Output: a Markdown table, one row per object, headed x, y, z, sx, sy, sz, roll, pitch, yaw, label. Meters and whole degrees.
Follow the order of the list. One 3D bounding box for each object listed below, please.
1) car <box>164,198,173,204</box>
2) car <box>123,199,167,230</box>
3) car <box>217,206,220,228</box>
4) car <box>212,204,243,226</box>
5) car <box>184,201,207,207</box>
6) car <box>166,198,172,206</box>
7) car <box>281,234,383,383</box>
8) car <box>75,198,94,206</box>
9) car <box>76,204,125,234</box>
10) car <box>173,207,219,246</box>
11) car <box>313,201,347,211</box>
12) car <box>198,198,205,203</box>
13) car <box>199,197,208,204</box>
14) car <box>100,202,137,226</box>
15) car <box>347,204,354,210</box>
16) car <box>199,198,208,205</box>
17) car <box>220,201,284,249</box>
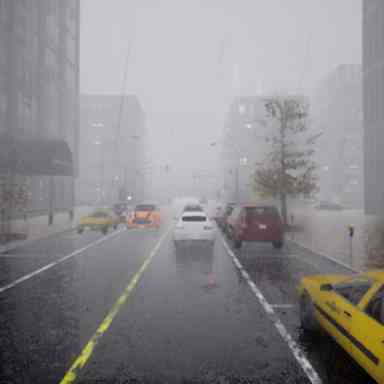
| x | y | z | sx | sy | sz | roll | pitch | yaw | label |
| --- | --- | --- | --- | --- | --- | --- | --- | --- | --- |
| -5.677 | 2.184 | 80.799 | 1.887 | 1.381 | 4.507 | 1 | 0 | 0 | car |
| -3.096 | 1.530 | 22.632 | 2.097 | 1.767 | 4.553 | 0 | 0 | 0 | car |
| 2.701 | 1.478 | 20.668 | 2.192 | 1.841 | 5.009 | 1 | 0 | 0 | car |
| 2.699 | 1.751 | 26.226 | 1.887 | 1.381 | 4.507 | 1 | 0 | 0 | car |
| 0.098 | 1.804 | 30.551 | 1.994 | 1.385 | 4.181 | 0 | 0 | 0 | car |
| -5.677 | 2.075 | 69.582 | 1.752 | 1.417 | 4.829 | 1 | 0 | 0 | car |
| 2.698 | 1.559 | 4.158 | 1.752 | 1.417 | 4.829 | 1 | 0 | 0 | car |
| -17.248 | 1.658 | 50.631 | 4.507 | 1.381 | 1.887 | 1 | -2 | 0 | car |
| -5.681 | 1.687 | 20.498 | 1.752 | 1.417 | 4.829 | 1 | 0 | 0 | car |
| 0.097 | 1.651 | 15.907 | 1.812 | 1.442 | 4.674 | 0 | 0 | 0 | car |
| 20.851 | 2.149 | 50.948 | 4.097 | 1.590 | 1.967 | 1 | -2 | 0 | car |
| 2.705 | 2.309 | 91.830 | 1.802 | 1.307 | 4.206 | 1 | 0 | 0 | car |
| 2.705 | 2.079 | 80.785 | 1.967 | 1.590 | 4.097 | 1 | 0 | 0 | car |
| -5.680 | 1.647 | 26.228 | 1.967 | 1.590 | 4.097 | 1 | 0 | 0 | car |
| 26.262 | 2.465 | 59.298 | 4.829 | 1.417 | 1.752 | 1 | -2 | 0 | car |
| 2.704 | 2.139 | 75.260 | 1.887 | 1.381 | 4.507 | 1 | 0 | 0 | car |
| 2.701 | 1.434 | 15.108 | 2.192 | 1.841 | 5.009 | 1 | 0 | 0 | car |
